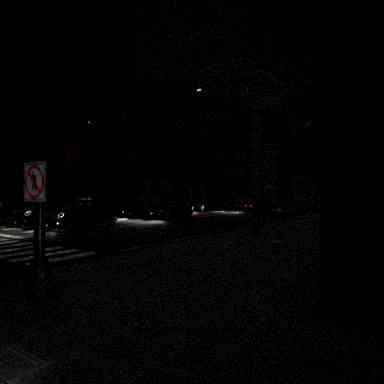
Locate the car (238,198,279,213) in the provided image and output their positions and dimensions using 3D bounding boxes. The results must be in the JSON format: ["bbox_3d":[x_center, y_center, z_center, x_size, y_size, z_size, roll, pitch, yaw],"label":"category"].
[{"bbox_3d":[7.242,1.403,34.660,2.033,1.411,5.357,0,0,35],"label":"car"}]

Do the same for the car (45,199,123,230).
[{"bbox_3d":[-6.910,1.297,20.632,2.097,1.767,4.553,0,0,35],"label":"car"}]

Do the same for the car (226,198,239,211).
[{"bbox_3d":[5.440,1.381,38.069,1.812,1.442,4.674,0,0,35],"label":"car"}]

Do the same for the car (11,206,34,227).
[{"bbox_3d":[-9.634,1.304,22.411,2.097,1.767,4.553,0,0,35],"label":"car"}]

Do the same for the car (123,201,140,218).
[{"bbox_3d":[-4.644,1.480,29.471,1.994,1.385,4.181,0,0,35],"label":"car"}]

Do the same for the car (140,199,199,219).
[{"bbox_3d":[-1.775,1.413,27.888,1.837,1.490,4.892,0,0,35],"label":"car"}]

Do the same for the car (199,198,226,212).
[{"bbox_3d":[1.400,1.419,38.002,2.033,1.411,5.357,0,0,36],"label":"car"}]
